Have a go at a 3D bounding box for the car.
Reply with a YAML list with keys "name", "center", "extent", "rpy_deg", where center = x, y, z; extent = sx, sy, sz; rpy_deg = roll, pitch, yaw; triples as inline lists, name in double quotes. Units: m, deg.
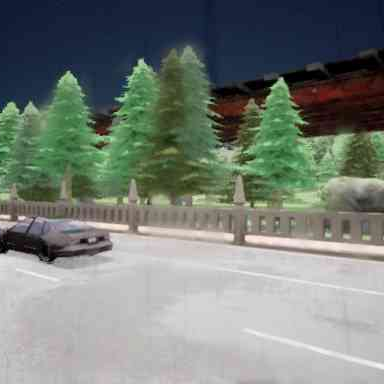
- name: "car"
  center: [-5.151, 1.545, 11.869]
  extent: [5.357, 1.411, 2.033]
  rpy_deg: [0, 0, 36]
